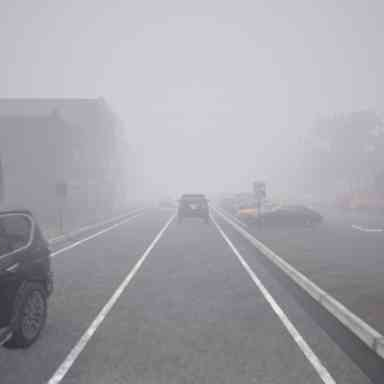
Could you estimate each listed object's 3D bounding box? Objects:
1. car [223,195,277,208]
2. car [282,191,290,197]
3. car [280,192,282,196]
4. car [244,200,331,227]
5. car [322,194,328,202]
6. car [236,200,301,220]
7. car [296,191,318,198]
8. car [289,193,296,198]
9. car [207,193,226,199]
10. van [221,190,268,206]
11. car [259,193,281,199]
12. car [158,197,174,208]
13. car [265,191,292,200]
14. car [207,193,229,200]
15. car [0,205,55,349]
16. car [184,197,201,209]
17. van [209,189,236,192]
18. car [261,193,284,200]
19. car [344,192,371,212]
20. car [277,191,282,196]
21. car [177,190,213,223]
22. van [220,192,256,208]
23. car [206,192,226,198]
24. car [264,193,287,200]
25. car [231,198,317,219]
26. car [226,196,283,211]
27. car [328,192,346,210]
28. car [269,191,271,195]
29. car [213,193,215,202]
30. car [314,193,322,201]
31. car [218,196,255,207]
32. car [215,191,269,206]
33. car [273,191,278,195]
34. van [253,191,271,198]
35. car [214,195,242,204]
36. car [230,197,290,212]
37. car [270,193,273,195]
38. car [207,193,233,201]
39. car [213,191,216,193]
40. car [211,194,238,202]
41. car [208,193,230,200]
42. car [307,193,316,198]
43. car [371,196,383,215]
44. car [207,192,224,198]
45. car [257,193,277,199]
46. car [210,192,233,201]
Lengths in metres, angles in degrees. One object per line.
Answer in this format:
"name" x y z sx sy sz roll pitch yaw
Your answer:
"car" 6.067 1.345 35.300 4.892 1.521 2.231 0 0 0
"car" 19.193 0.936 57.540 5.566 2.045 2.435 0 0 0
"car" 19.234 1.166 60.329 5.008 1.535 2.097 0 0 0
"car" 6.047 1.477 21.526 4.674 1.452 2.002 1 0 1
"car" 19.356 1.302 40.958 5.366 1.575 1.946 0 0 0
"car" 6.077 1.430 26.950 4.792 1.488 2.163 0 0 0
"car" 19.235 1.103 51.972 4.553 1.767 2.185 0 0 0
"car" 19.219 1.210 54.758 4.892 1.521 2.231 0 0 0
"car" 6.232 0.958 85.399 4.892 1.521 2.231 0 1 0
"van" 5.966 1.098 38.206 4.442 1.987 1.878 0 0 0
"car" 19.303 0.980 82.607 5.008 1.535 2.097 0 1 0
"car" -3.365 1.308 44.124 2.033 1.411 5.357 0 0 0
"car" 19.244 0.803 74.249 5.566 2.045 2.435 0 1 0
"car" 6.214 1.006 79.832 5.008 1.535 2.097 0 1 0
"car" -3.351 1.215 3.303 2.150 2.045 5.566 0 0 0
"car" 0.081 1.336 42.209 1.994 1.385 4.181 0 0 0
"van" 6.049 0.897 65.977 4.442 1.987 1.878 0 0 0
"car" 19.295 1.006 79.822 4.892 1.521 2.231 0 1 0
"car" 19.122 1.217 35.263 4.553 1.767 2.185 0 0 0
"car" 19.206 1.019 63.113 4.553 1.767 2.185 0 0 0
"car" 0.091 1.105 24.462 2.150 2.045 5.566 0 1 0
"van" 5.982 1.062 43.648 4.442 1.987 1.878 0 0 0
"car" 6.428 0.902 90.964 5.366 1.575 1.946 0 1 0
"car" 19.309 1.059 77.039 4.792 1.488 2.163 0 0 0
"car" 5.854 1.416 24.168 5.366 1.575 1.946 0 0 0
"car" 6.036 1.392 32.516 4.792 1.488 2.163 0 0 0
"car" 19.190 1.072 38.172 5.566 2.045 2.435 0 0 0
"car" 19.232 0.951 71.467 4.553 1.767 2.185 0 0 0
"car" 6.301 1.246 49.215 5.366 1.575 1.946 0 0 0
"car" 19.184 1.287 43.618 5.008 1.535 2.097 0 0 0
"car" 6.101 1.269 46.432 4.892 1.521 2.231 0 0 0
"car" 6.062 1.055 40.864 5.566 2.045 2.435 0 0 0
"car" 19.241 1.122 65.898 5.008 1.535 2.097 0 0 0
"van" 19.206 0.678 90.959 4.442 1.987 1.878 0 1 0
"car" 6.144 1.228 57.566 4.674 1.452 2.002 0 0 0
"car" 6.059 1.421 29.733 4.674 1.452 2.002 0 0 0
"car" 19.258 1.140 68.683 4.674 1.452 2.002 0 0 0
"car" 5.998 1.075 71.482 5.366 1.575 1.946 0 0 0
"car" 6.101 1.084 54.782 4.553 1.767 2.185 0 0 0
"car" 6.129 1.175 63.132 4.792 1.488 2.163 0 0 0
"car" 6.195 1.030 77.049 5.008 1.535 2.097 0 1 0
"car" 19.157 1.297 46.404 4.792 1.488 2.163 0 0 0
"car" 19.168 1.254 29.818 4.553 1.767 2.185 0 0 0
"car" 6.203 0.804 88.306 4.553 1.767 2.185 0 1 0
"car" 19.308 0.995 85.392 4.674 1.452 2.002 0 1 0
"car" 6.144 0.975 68.698 4.553 1.767 2.185 0 0 0
